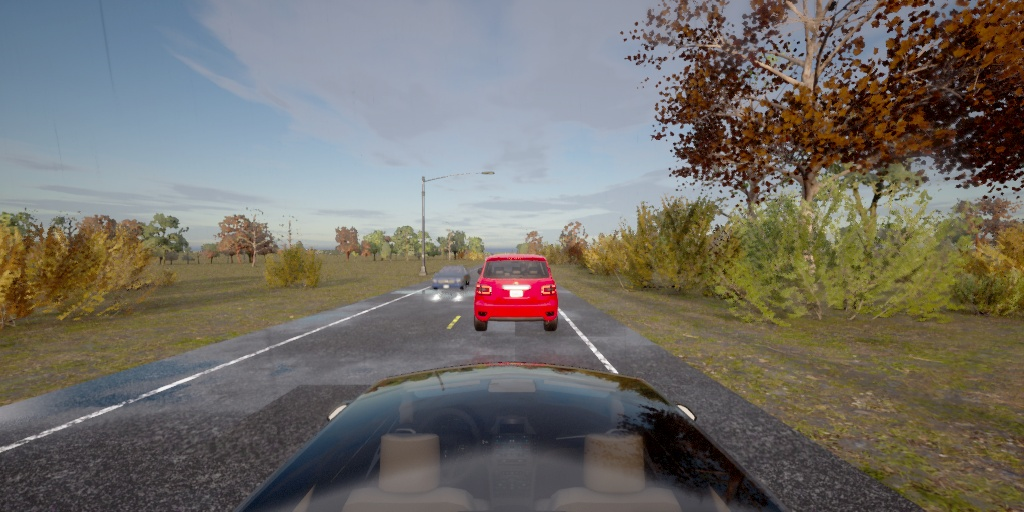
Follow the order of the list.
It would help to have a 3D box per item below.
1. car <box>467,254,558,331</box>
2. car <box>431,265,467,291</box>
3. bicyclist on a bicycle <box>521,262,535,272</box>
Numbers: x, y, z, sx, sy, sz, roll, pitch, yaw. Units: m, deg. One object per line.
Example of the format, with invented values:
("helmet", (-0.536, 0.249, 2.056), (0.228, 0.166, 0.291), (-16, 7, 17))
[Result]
("car", (0.093, 0.968, 11.066), (2.150, 2.045, 5.566), (0, 0, 0))
("car", (-3.626, 1.290, 22.332), (2.033, 1.411, 5.357), (0, 0, 0))
("bicyclist on a bicycle", (0.945, 1.114, 18.772), (0.659, 1.776, 1.843), (0, 0, 0))
